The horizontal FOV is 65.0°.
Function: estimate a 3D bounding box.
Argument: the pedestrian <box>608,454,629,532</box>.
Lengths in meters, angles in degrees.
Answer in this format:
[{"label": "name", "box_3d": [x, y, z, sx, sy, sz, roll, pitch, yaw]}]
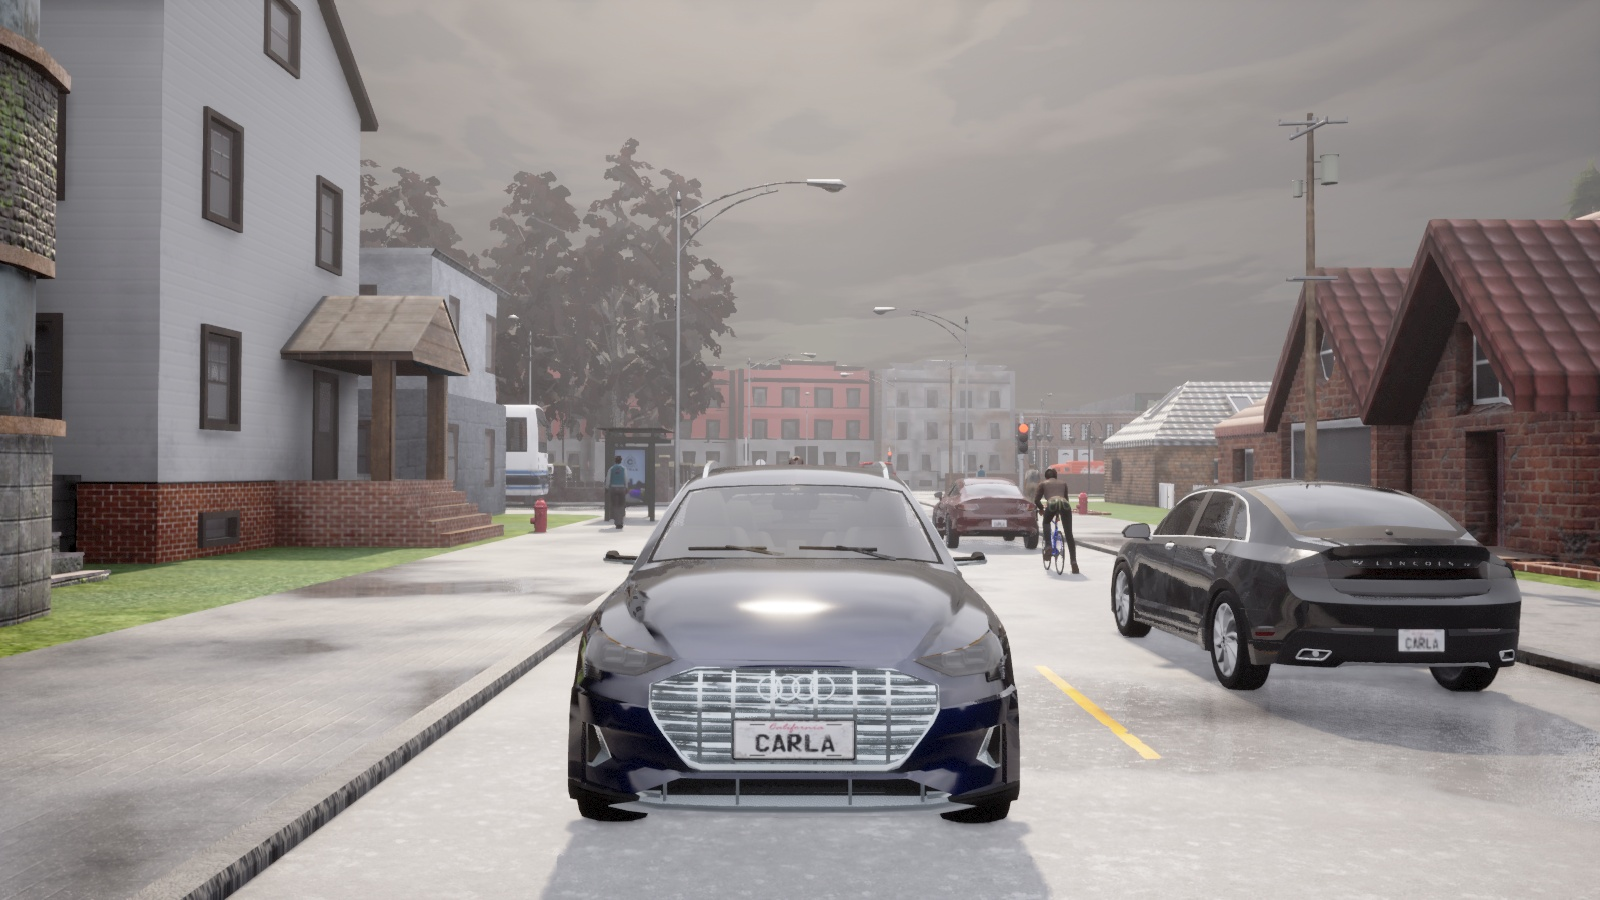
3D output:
[{"label": "pedestrian", "box_3d": [-4.507, 1.065, 31.234, 0.396, 1.930, 0.692, 0, -1, 1]}]

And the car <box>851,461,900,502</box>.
[{"label": "car", "box_3d": [3.856, 1.608, 65.070, 2.150, 2.045, 5.566, 0, -1, -1]}]

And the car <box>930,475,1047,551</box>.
[{"label": "car", "box_3d": [3.920, 1.274, 26.825, 1.812, 1.442, 4.674, 0, -1, 1]}]

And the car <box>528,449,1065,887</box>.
[{"label": "car", "box_3d": [-0.020, 0.865, 7.198, 2.033, 1.649, 4.856, 0, -1, 0]}]

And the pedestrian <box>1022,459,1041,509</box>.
[{"label": "pedestrian", "box_3d": [8.601, 1.263, 46.629, 0.540, 1.848, 0.694, 0, -1, -2]}]

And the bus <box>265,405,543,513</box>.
[{"label": "bus", "box_3d": [-16.065, 0.369, 51.740, 10.273, 4.253, 3.944, 0, -1, -4]}]

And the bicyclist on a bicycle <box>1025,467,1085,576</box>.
[{"label": "bicyclist on a bicycle", "box_3d": [3.948, 1.079, 19.545, 0.582, 1.620, 1.656, 0, -1, 0]}]

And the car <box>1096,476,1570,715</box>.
[{"label": "car", "box_3d": [3.973, 0.979, 10.449, 1.837, 1.490, 4.892, 0, -1, 0]}]
